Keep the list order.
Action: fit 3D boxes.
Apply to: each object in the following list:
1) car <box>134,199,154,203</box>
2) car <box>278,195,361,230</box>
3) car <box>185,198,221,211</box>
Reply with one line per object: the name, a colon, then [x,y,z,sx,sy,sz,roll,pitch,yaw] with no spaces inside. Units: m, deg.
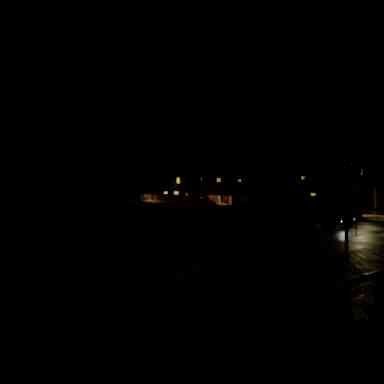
car: [-6.563,1.598,44.013,1.895,1.301,4.718,-2,1,-33]
car: [8.025,1.238,21.838,2.150,2.045,5.566,-2,1,-33]
car: [1.179,1.362,32.228,2.097,1.767,4.553,-2,1,-33]
